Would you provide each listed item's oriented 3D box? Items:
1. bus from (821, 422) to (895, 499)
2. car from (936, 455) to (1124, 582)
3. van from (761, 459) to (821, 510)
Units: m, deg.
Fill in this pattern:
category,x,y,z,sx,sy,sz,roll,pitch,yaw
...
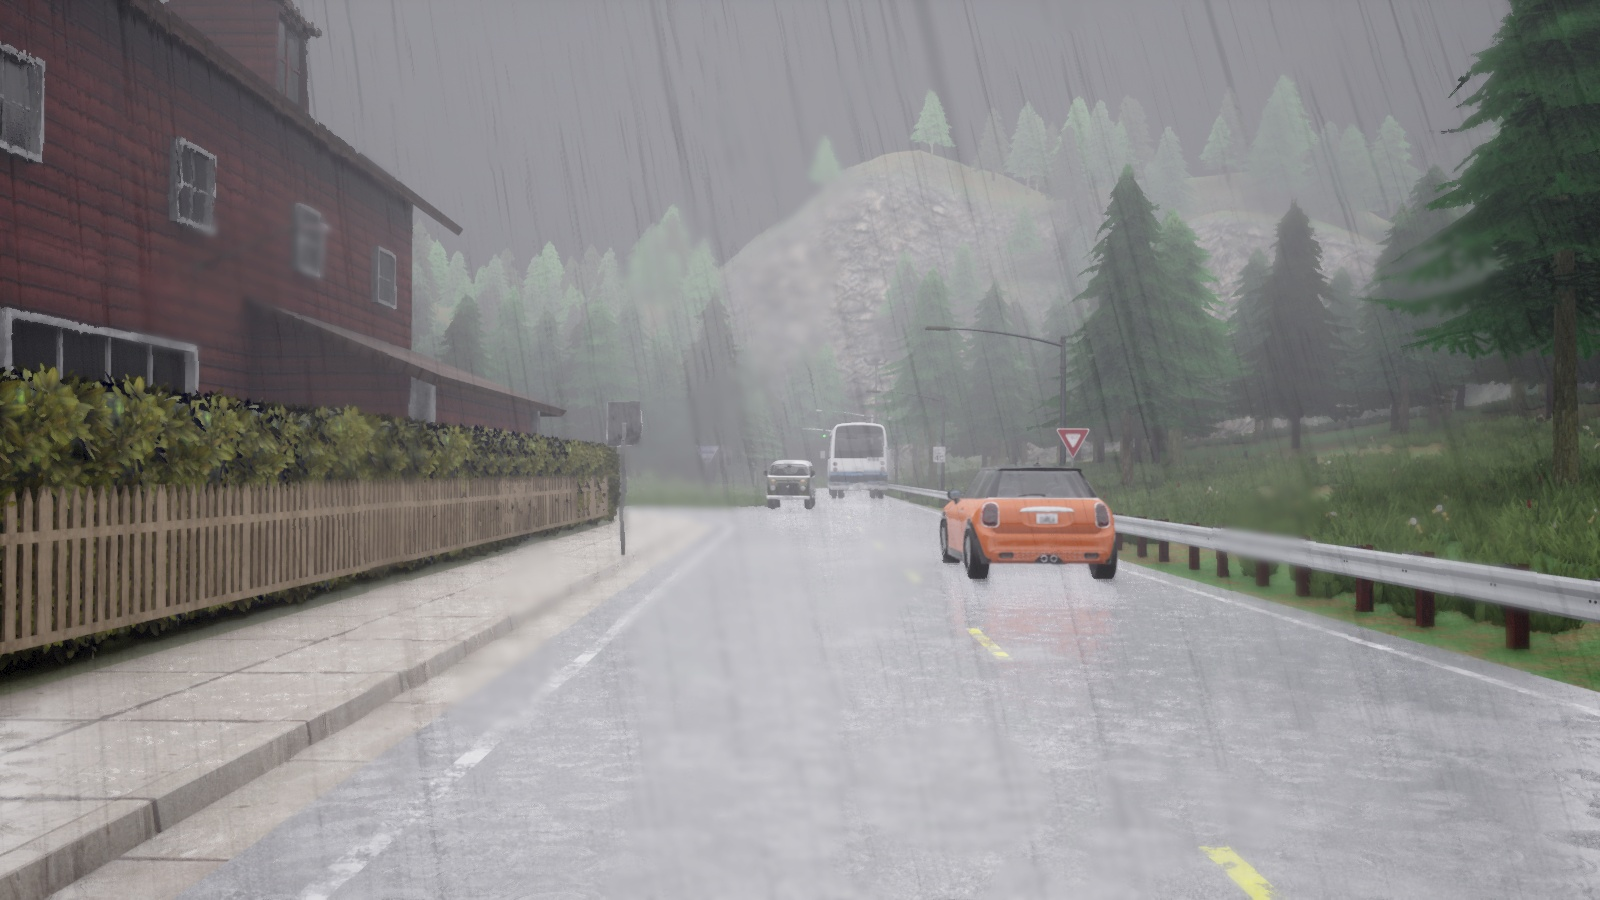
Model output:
category,x,y,z,sx,sy,sz,roll,pitch,yaw
bus,3.313,0.681,74.992,3.944,4.253,10.273,0,-1,0
car,3.447,0.990,19.742,2.097,1.767,4.553,0,-1,0
van,-0.318,1.413,52.123,2.069,2.038,4.480,0,-1,5
